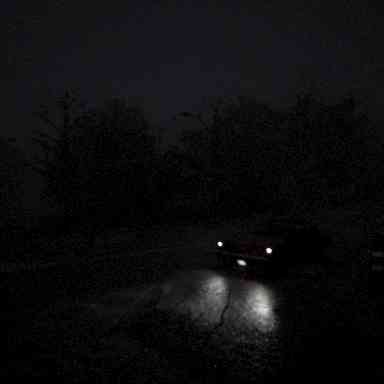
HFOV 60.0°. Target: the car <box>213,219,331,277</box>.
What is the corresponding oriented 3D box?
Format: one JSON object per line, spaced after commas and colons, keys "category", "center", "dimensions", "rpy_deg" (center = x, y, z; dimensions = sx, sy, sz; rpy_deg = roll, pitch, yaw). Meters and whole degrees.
{"category": "car", "center": [2.661, 1.535, 10.296], "dimensions": [1.895, 1.301, 4.718], "rpy_deg": [1, 0, 39]}
